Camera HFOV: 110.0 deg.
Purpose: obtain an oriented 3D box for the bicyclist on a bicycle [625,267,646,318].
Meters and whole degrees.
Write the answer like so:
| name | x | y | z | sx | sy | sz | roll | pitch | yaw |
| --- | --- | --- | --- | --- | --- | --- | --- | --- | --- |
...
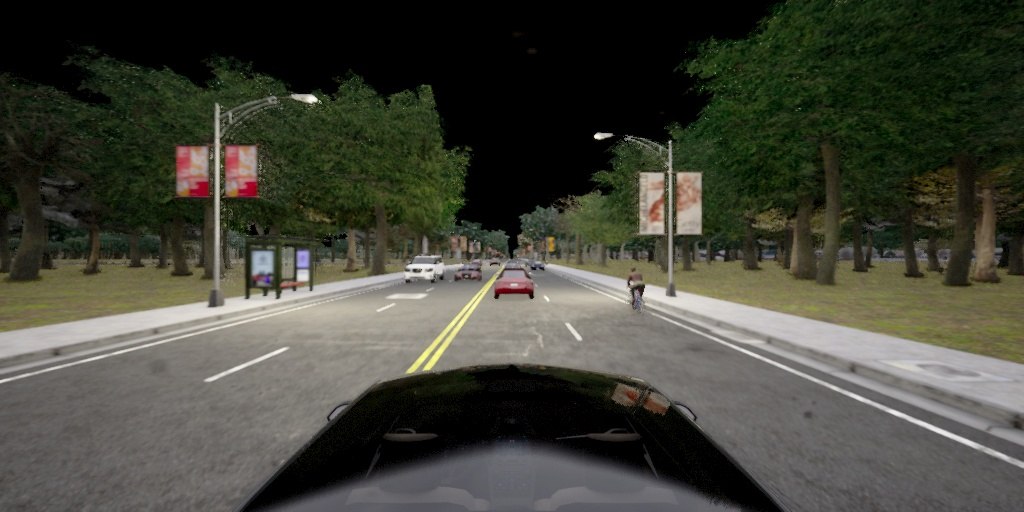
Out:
| name | x | y | z | sx | sy | sz | roll | pitch | yaw |
| --- | --- | --- | --- | --- | --- | --- | --- | --- | --- |
| bicyclist on a bicycle | 4.144 | 1.200 | 12.026 | 0.582 | 1.620 | 1.656 | 0 | 0 | 0 |

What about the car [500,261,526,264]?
| name | x | y | z | sx | sy | sz | roll | pitch | yaw |
| --- | --- | --- | --- | --- | --- | --- | --- | --- | --- |
| car | 0.101 | 1.290 | 36.649 | 2.033 | 1.411 | 5.357 | 0 | 0 | 0 |

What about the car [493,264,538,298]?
| name | x | y | z | sx | sy | sz | roll | pitch | yaw |
| --- | --- | --- | --- | --- | --- | --- | --- | --- | --- |
| car | 0.101 | 1.309 | 18.604 | 1.994 | 1.385 | 4.181 | 0 | 0 | 0 |

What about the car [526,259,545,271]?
| name | x | y | z | sx | sy | sz | roll | pitch | yaw |
| --- | --- | --- | --- | --- | --- | --- | --- | --- | --- |
| car | 3.354 | 1.343 | 48.896 | 1.895 | 1.301 | 4.718 | 0 | 0 | 0 |

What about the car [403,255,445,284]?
| name | x | y | z | sx | sy | sz | roll | pitch | yaw |
| --- | --- | --- | --- | --- | --- | --- | --- | --- | --- |
| car | -6.597 | 0.963 | 27.653 | 2.150 | 2.045 | 5.566 | 0 | 0 | 0 |

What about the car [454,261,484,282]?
| name | x | y | z | sx | sy | sz | roll | pitch | yaw |
| --- | --- | --- | --- | --- | --- | --- | --- | --- | --- |
| car | -3.344 | 1.308 | 28.399 | 1.994 | 1.385 | 4.181 | 0 | 0 | 0 |
